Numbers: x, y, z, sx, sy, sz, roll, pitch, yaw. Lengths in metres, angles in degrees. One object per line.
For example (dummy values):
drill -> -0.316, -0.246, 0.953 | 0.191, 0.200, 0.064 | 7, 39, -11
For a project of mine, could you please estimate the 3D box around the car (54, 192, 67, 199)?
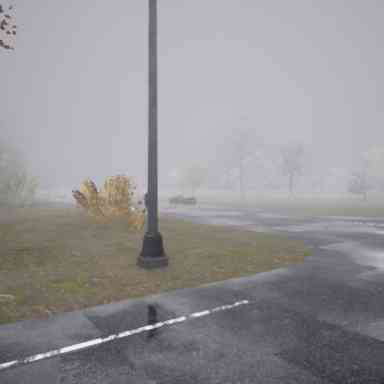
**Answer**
car -> -26.988, 0.736, 68.217 | 1.812, 1.442, 4.674 | -1, 1, -31

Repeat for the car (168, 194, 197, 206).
car -> -1.382, 1.026, 43.541 | 1.882, 1.535, 5.008 | -1, 1, -35

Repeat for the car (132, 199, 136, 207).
car -> -8.599, 1.163, 41.633 | 1.994, 1.385, 4.181 | -1, 1, -35
